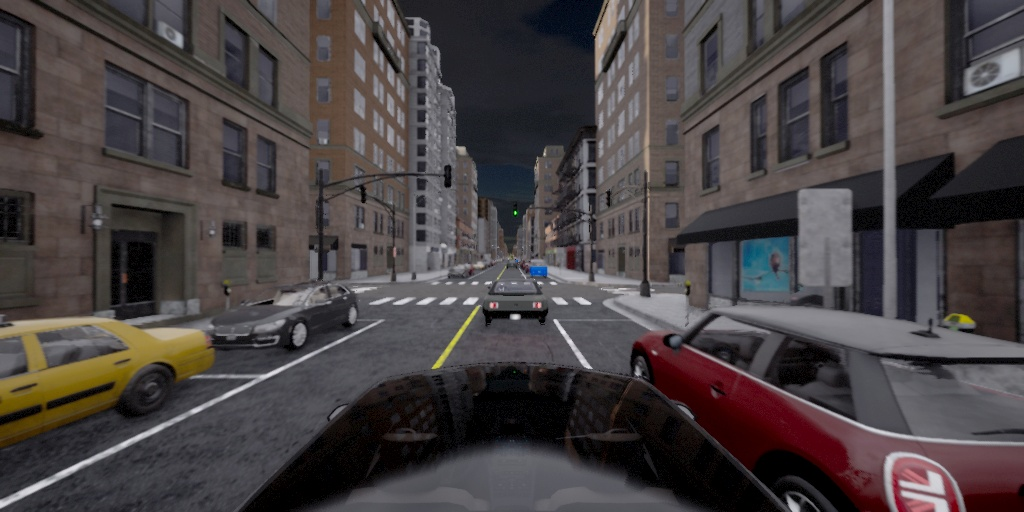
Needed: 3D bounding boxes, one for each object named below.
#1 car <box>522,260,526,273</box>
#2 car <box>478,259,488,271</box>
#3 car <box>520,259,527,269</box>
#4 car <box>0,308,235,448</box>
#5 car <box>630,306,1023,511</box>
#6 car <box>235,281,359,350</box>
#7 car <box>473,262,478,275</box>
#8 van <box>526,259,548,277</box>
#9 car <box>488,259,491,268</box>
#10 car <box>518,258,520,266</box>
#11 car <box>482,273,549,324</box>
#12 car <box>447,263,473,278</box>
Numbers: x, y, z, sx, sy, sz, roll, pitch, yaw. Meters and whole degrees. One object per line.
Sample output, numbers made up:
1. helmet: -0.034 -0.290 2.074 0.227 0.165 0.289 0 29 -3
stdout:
1. car: 2.636 1.598 47.517 1.802 1.307 4.207 0 0 0
2. car: -5.390 1.604 58.703 1.751 1.417 4.829 0 0 0
3. car: 2.635 1.660 58.880 1.802 1.307 4.207 0 0 0
4. car: -5.388 1.286 3.376 1.751 1.417 4.829 0 0 0
5. car: 2.637 1.201 3.555 1.967 1.591 4.097 0 0 0
6. car: -5.388 1.344 9.065 2.007 1.370 4.403 0 0 0
7. car: -5.389 1.528 41.827 1.888 1.381 4.507 0 0 0
8. van: 2.636 1.291 36.155 1.690 1.789 3.998 0 0 0
9. car: -5.390 1.673 64.555 1.948 1.339 4.313 0 0 0
10. car: 2.635 1.422 64.562 2.192 1.841 5.009 0 0 0
11. car: 0.099 1.412 12.184 1.895 1.301 4.718 0 0 0
12. car: -5.389 1.501 36.146 2.007 1.370 4.403 0 0 0
